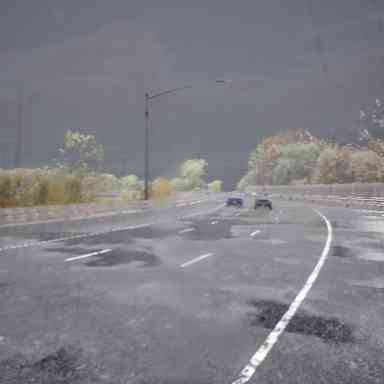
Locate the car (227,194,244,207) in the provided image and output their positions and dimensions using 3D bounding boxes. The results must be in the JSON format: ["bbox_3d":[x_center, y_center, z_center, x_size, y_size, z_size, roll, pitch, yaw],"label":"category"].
[{"bbox_3d":[5.653,1.058,43.095,1.882,1.535,5.008,1,1,10],"label":"car"}]

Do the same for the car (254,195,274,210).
[{"bbox_3d":[8.100,1.160,37.576,1.837,1.490,4.892,1,1,13],"label":"car"}]
